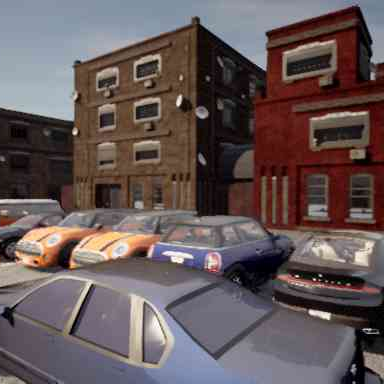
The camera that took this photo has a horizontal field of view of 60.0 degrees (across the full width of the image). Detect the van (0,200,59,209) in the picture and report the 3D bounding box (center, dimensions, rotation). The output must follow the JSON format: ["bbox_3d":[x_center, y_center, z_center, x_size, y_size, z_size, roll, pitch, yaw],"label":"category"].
[{"bbox_3d":[-8.087,1.332,14.582,1.878,1.987,4.442,0,0,36],"label":"van"}]

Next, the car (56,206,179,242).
[{"bbox_3d":[-1.268,1.386,9.897,2.185,1.767,4.553,0,0,36],"label":"car"}]

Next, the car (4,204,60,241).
[{"bbox_3d":[-3.512,1.400,11.499,2.185,1.767,4.553,0,0,36],"label":"car"}]

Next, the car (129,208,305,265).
[{"bbox_3d":[0.941,1.372,8.245,2.185,1.767,4.553,0,0,36],"label":"car"}]

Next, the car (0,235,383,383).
[{"bbox_3d":[-0.838,1.560,3.976,5.357,1.411,2.033,0,0,36],"label":"car"}]

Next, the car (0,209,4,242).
[{"bbox_3d":[-5.770,1.542,13.079,2.097,1.535,5.008,0,0,36],"label":"car"}]
